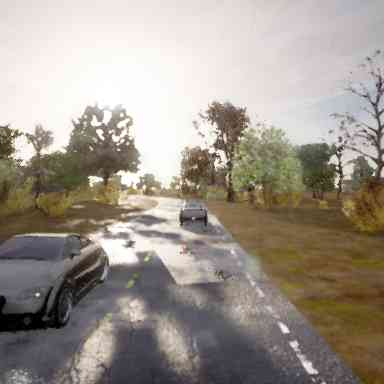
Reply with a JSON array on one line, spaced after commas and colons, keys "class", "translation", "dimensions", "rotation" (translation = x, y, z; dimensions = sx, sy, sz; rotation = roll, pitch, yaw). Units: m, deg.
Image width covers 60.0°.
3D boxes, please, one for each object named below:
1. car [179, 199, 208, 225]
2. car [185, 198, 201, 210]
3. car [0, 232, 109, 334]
[{"class": "car", "translation": [0.100, 1.443, 23.286], "dimensions": [2.128, 1.511, 4.902], "rotation": [0, 0, 0]}, {"class": "car", "translation": [0.041, 1.504, 41.737], "dimensions": [1.895, 1.301, 4.718], "rotation": [0, 0, -1]}, {"class": "car", "translation": [-3.094, 1.551, 6.789], "dimensions": [1.994, 1.385, 4.181], "rotation": [0, 0, 0]}]
